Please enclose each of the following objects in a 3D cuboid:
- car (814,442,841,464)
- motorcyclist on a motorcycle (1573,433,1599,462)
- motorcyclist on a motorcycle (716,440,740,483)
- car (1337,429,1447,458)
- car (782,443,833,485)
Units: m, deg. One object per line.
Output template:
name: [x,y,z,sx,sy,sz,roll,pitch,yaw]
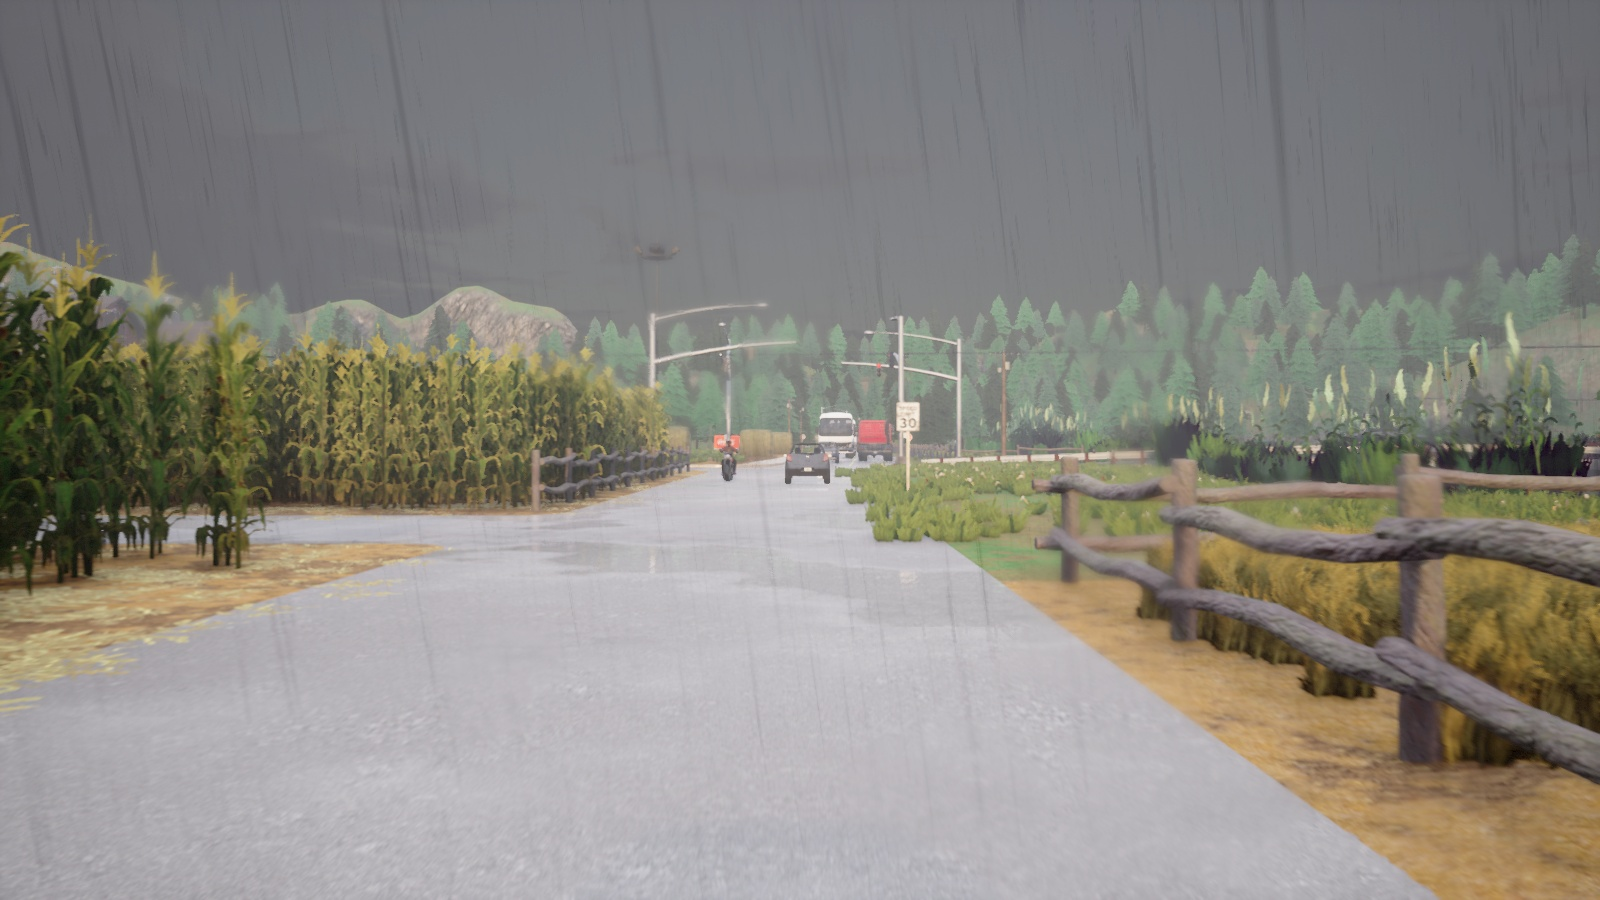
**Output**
car: [1.941,0.189,89.114,1.789,1.549,3.705,0,0,3]
motorcyclist on a motorcycle: [43.764,-0.101,68.826,2.191,1.530,0.866,2,1,8]
motorcyclist on a motorcycle: [-2.806,0.417,49.198,0.766,1.649,2.350,0,0,0]
car: [31.543,-0.346,67.036,5.008,1.535,1.882,0,0,8]
car: [0.282,0.495,47.080,1.845,1.501,3.633,0,0,0]
